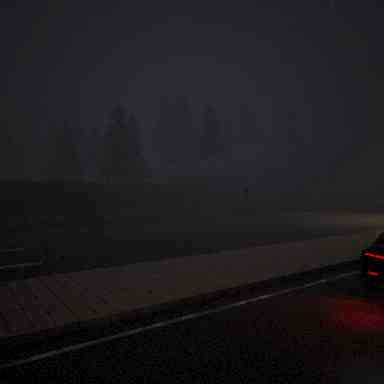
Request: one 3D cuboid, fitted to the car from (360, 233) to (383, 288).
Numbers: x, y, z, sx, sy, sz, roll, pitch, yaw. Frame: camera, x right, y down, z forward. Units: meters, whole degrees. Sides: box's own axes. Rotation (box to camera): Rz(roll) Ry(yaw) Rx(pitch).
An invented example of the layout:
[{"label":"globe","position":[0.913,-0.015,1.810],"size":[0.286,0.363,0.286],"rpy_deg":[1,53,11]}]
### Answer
[{"label":"car","position":[5.936,1.504,7.980],"size":[4.892,1.490,1.837],"rpy_deg":[0,0,-36]}]
